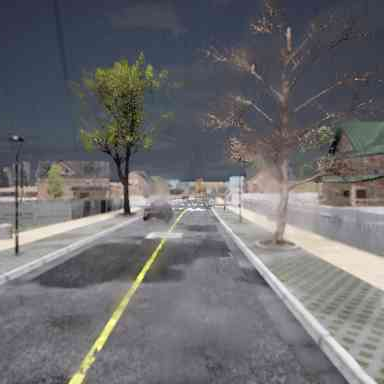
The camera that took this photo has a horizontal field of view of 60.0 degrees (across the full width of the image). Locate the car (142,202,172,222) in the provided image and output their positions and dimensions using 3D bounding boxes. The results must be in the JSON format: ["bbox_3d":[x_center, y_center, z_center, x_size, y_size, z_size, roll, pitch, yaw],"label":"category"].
[{"bbox_3d":[-2.596,1.510,26.089,2.033,1.411,5.357,0,0,1],"label":"car"}]
